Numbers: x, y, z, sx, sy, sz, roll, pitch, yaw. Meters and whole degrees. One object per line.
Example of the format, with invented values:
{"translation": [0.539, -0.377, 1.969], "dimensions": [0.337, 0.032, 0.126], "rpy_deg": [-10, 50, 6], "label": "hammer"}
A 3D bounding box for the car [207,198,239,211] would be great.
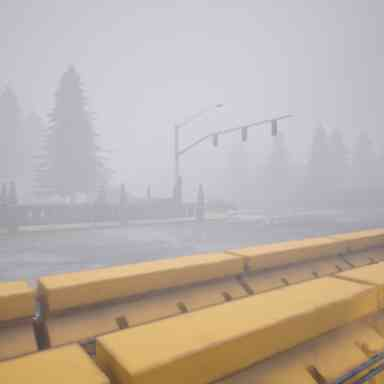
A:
{"translation": [3.608, 1.414, 39.989], "dimensions": [1.812, 1.442, 4.674], "rpy_deg": [0, 0, -35], "label": "car"}
